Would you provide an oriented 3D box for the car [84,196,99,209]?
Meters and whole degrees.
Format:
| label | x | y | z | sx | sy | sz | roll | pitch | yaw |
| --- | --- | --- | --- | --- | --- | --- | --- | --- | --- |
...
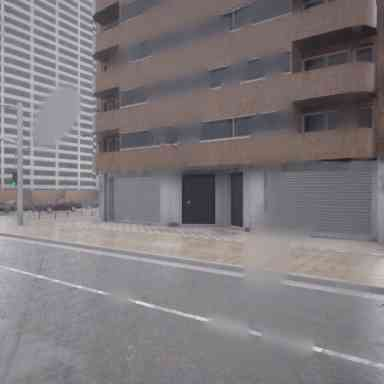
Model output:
| label | x | y | z | sx | sy | sz | roll | pitch | yaw |
| --- | --- | --- | --- | --- | --- | --- | --- | --- | --- |
| car | -13.825 | 1.564 | 45.600 | 1.994 | 1.385 | 4.181 | 0 | 0 | 35 |

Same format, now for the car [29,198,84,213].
| label | x | y | z | sx | sy | sz | roll | pitch | yaw |
| --- | --- | --- | --- | --- | --- | --- | --- | --- | --- |
| car | -15.148 | 1.478 | 37.560 | 1.882 | 1.535 | 5.008 | 0 | 0 | 35 |

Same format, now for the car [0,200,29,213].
| label | x | y | z | sx | sy | sz | roll | pitch | yaw |
| --- | --- | --- | --- | --- | --- | --- | --- | --- | --- |
| car | -19.519 | 1.547 | 37.400 | 2.033 | 1.411 | 5.357 | 0 | 0 | 35 |
